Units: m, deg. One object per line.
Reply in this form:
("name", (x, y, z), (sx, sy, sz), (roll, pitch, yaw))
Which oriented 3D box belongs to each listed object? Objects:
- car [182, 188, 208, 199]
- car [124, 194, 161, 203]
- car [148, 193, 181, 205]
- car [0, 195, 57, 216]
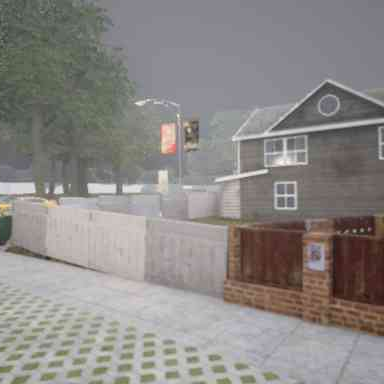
("car", (0.181, 0.471, 44.480), (2.150, 2.045, 5.566), (-1, 0, 36))
("car", (-4.794, 0.985, 25.945), (1.812, 1.442, 4.674), (-1, 0, 36))
("car", (-3.604, 0.867, 44.757), (1.812, 1.442, 4.674), (-1, 0, 36))
("car", (-13.031, 1.145, 25.833), (1.882, 1.535, 5.008), (-1, 0, 35))
